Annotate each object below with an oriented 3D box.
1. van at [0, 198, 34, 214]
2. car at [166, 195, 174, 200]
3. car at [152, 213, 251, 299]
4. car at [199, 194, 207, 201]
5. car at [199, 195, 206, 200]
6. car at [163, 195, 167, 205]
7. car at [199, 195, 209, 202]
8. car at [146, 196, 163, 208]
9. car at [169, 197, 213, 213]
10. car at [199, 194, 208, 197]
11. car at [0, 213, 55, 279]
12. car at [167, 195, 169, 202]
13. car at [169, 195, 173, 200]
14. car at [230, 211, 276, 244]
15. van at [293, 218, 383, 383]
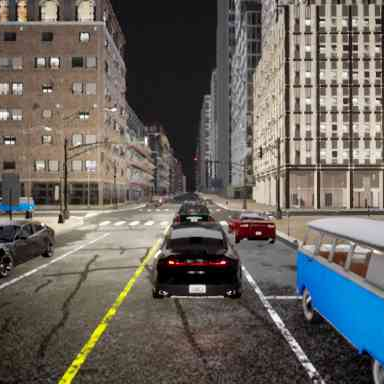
[{"bbox_3d":[-19.736,1.514,37.022,3.998,1.788,1.690,0,0,1],"label":"van"},{"bbox_3d":[-5.678,1.449,87.543,1.752,1.417,4.829,1,0,0],"label":"car"},{"bbox_3d":[0.101,1.503,8.434,1.837,1.490,4.892,0,0,0],"label":"car"},{"bbox_3d":[2.703,1.372,82.060,1.967,1.590,4.097,1,0,0],"label":"car"},{"bbox_3d":[2.702,1.448,87.881,1.752,1.417,4.829,1,0,0],"label":"car"},{"bbox_3d":[-5.678,1.410,53.804,1.967,1.590,4.097,1,0,0],"label":"car"},{"bbox_3d":[2.701,1.490,76.407,2.008,1.369,4.403,1,0,0],"label":"car"},{"bbox_3d":[-5.681,1.559,48.151,1.802,1.307,4.206,1,0,0],"label":"car"},{"bbox_3d":[0.070,1.347,17.527,2.097,1.767,4.553,0,0,-1],"label":"car"},{"bbox_3d":[2.701,1.513,59.453,2.008,1.369,4.403,1,0,0],"label":"car"},{"bbox_3d":[-5.682,1.564,10.136,1.947,1.339,4.313,1,0,0],"label":"car"},{"bbox_3d":[-5.680,1.544,59.455,1.802,1.307,4.206,1,0,0],"label":"car"},{"bbox_3d":[-5.680,1.497,70.757,2.008,1.369,4.403,1,0,0],"label":"car"},{"bbox_3d":[2.699,1.541,15.707,1.887,1.381,4.507,1,0,0],"label":"car"},{"bbox_3d":[2.701,1.341,4.553,1.690,1.788,3.998,1,0,0],"label":"van"}]
